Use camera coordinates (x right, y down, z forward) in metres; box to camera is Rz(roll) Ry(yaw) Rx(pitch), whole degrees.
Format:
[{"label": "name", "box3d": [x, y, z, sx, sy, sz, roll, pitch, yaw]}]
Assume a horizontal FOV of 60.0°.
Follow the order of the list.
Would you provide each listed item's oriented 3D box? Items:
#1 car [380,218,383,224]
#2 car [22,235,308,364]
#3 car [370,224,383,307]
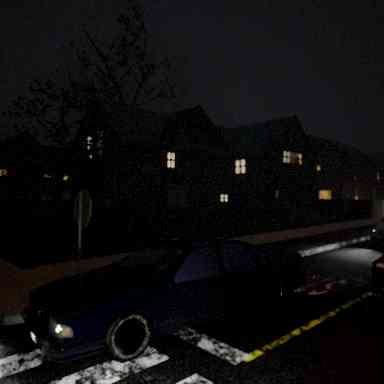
[{"label": "car", "box3d": [9.250, 1.511, 14.111, 4.674, 1.442, 1.812, 0, 0, -42]}, {"label": "car", "box3d": [-0.051, 1.567, 6.149, 5.357, 1.411, 2.033, 0, 0, -38]}, {"label": "car", "box3d": [5.351, 1.476, 6.789, 4.902, 1.511, 2.128, 0, 0, -42]}]
